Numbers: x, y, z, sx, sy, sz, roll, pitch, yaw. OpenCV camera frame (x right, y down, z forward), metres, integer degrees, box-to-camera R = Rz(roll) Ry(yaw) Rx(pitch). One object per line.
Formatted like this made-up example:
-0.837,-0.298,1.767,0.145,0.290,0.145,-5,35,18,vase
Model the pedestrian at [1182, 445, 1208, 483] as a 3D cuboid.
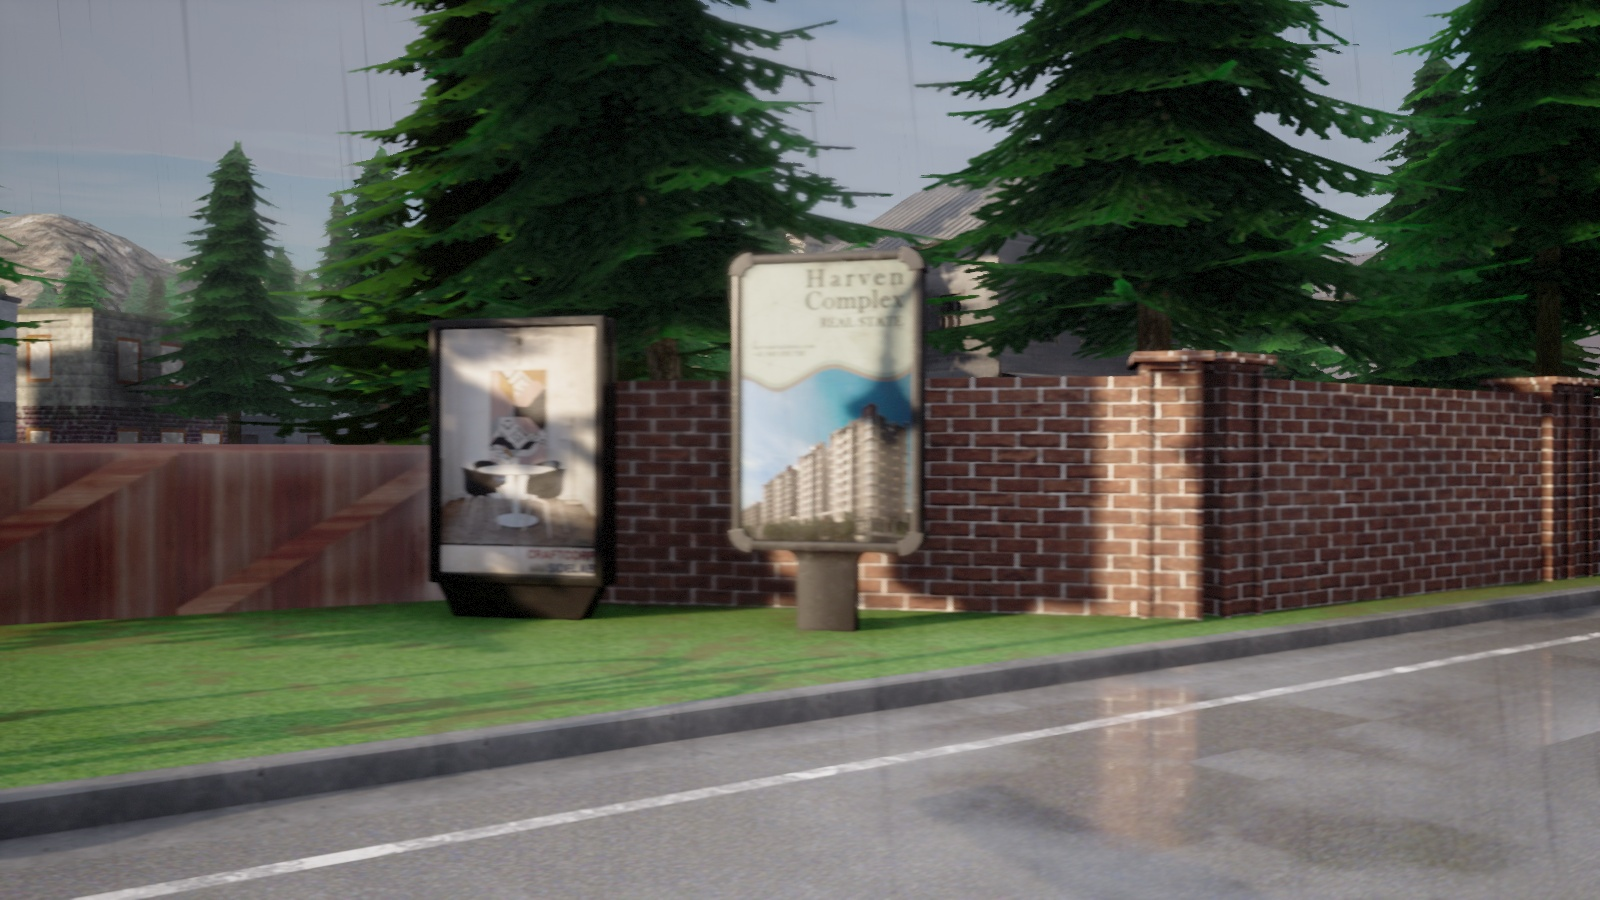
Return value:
19.756,0.694,62.853,0.874,1.855,0.900,0,0,-43,pedestrian
